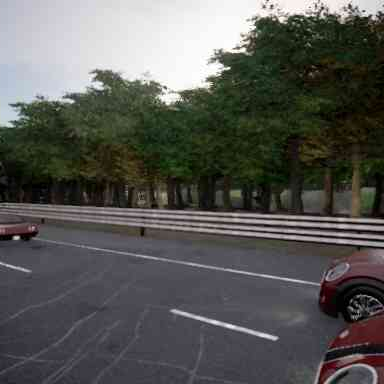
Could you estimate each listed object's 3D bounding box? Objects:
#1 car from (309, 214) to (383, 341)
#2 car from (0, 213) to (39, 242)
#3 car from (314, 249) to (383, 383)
[{"bbox_3d":[4.439,1.358,5.174,4.553,1.767,2.097,0,0,35],"label":"car"},{"bbox_3d":[-9.079,1.619,15.245,4.718,1.301,1.895,0,0,38],"label":"car"},{"bbox_3d":[3.058,1.355,1.862,4.553,1.767,2.097,0,0,35],"label":"car"}]
